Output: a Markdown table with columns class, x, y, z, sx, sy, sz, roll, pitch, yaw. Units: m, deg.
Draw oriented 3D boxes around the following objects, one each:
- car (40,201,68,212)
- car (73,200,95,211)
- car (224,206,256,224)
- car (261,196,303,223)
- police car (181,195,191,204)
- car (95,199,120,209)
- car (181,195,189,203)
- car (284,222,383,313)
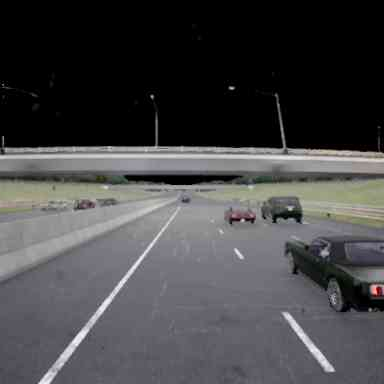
| class | x | y | z | sx | sy | sz | roll | pitch | yaw |
| --- | --- | --- | --- | --- | --- | --- | --- | --- | --- |
| car | -17.754 | 1.797 | 42.930 | 1.895 | 1.301 | 4.718 | 0 | 0 | 0 |
| car | -14.260 | 1.769 | 44.302 | 1.994 | 1.385 | 4.181 | 0 | 0 | 0 |
| car | 3.545 | 1.712 | 25.482 | 1.895 | 1.301 | 4.718 | 0 | 0 | 0 |
| car | 7.040 | 1.337 | 26.535 | 2.150 | 2.045 | 5.566 | 0 | 0 | 0 |
| police car | -1.682 | 2.011 | 81.642 | 1.930 | 1.638 | 5.238 | 0 | -1 | -1 |
| car | -10.758 | 1.704 | 43.692 | 1.837 | 1.490 | 4.892 | 0 | 0 | 0 |
| car | -1.850 | 1.931 | 91.572 | 2.150 | 2.045 | 5.566 | 0 | -1 | -1 |
| car | 3.597 | 1.633 | 7.658 | 1.895 | 1.301 | 4.718 | 0 | 0 | 0 |
